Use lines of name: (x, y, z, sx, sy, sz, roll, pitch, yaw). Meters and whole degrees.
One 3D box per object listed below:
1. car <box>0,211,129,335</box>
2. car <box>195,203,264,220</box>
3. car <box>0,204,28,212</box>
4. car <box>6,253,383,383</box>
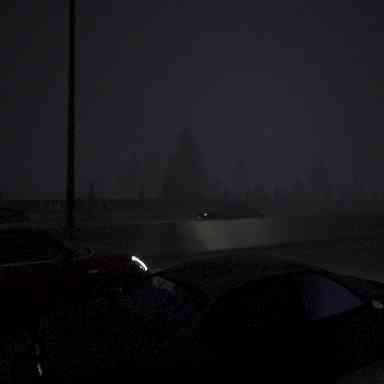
car: (-2.959, 1.329, 5.754, 4.553, 1.767, 2.097, 0, 0, -35)
car: (2.916, 1.518, 25.534, 5.357, 1.411, 2.033, 0, 0, -26)
car: (-7.614, 1.305, 11.260, 4.553, 1.767, 2.097, 0, 0, -34)
car: (0.829, 1.537, 4.169, 5.357, 1.411, 2.033, 0, 0, -33)
